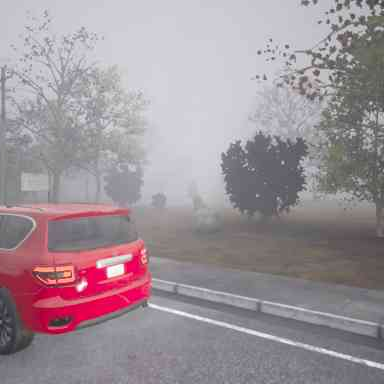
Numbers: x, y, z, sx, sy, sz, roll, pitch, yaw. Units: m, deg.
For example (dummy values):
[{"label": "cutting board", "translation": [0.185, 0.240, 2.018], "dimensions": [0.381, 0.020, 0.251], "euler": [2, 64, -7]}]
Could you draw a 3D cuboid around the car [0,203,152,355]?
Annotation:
[{"label": "car", "translation": [-3.281, 1.221, 6.321], "dimensions": [5.566, 2.045, 2.150], "euler": [0, 0, 35]}]
